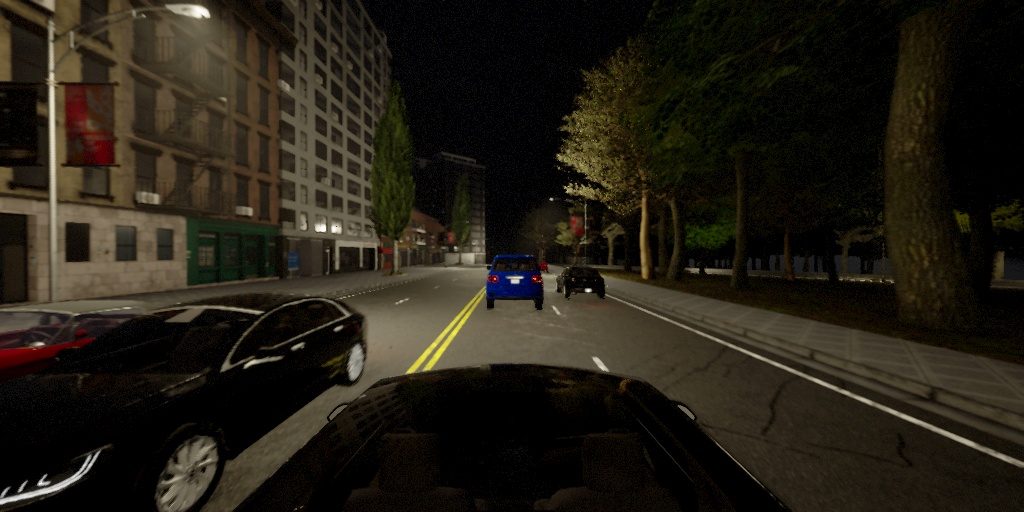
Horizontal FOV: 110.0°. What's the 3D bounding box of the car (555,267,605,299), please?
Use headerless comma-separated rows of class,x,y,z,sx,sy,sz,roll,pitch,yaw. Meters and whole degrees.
car,3.353,1.264,18.161,1.837,1.490,4.892,0,0,0

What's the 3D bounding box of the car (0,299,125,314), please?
car,-6.582,1.351,4.953,1.895,1.301,4.718,0,0,0

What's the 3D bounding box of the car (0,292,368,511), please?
car,-3.334,1.256,4.195,1.837,1.490,4.892,0,0,0

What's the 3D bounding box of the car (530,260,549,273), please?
car,3.359,1.297,44.581,1.882,1.535,5.008,0,0,0

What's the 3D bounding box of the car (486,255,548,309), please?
car,0.091,0.978,15.182,2.150,2.045,5.566,0,0,0
